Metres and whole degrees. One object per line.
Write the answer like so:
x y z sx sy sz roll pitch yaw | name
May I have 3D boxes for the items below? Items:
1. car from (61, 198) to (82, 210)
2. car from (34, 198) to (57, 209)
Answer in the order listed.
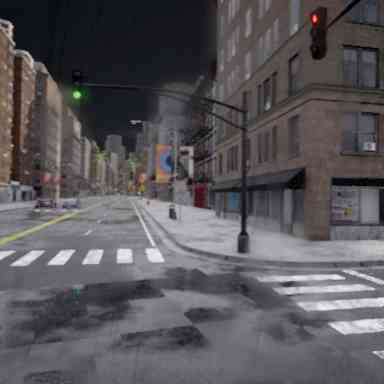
-15.562 1.499 43.234 1.812 1.442 4.674 1 0 -11 | car
-18.817 1.484 42.953 1.994 1.385 4.181 1 0 -11 | car
